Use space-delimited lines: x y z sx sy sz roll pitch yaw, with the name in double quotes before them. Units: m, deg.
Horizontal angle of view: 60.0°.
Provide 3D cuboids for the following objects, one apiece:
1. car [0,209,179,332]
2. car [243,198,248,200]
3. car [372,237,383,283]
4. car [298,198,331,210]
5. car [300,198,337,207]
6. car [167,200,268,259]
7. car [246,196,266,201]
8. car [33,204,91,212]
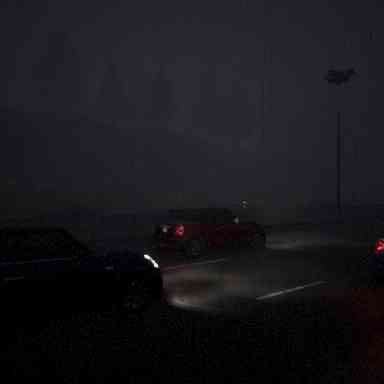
"car" -2.777 1.352 6.064 4.553 1.767 2.097 0 0 -36
"car" 2.412 1.566 31.455 5.357 1.411 2.033 0 0 -35
"car" 6.591 1.361 8.451 4.553 1.767 2.097 0 0 -35
"car" 16.757 1.563 45.418 4.674 1.442 1.812 0 0 -33
"car" 13.334 1.520 34.707 4.902 1.511 2.128 0 0 -34
"car" 0.784 1.359 12.905 4.553 1.767 2.097 0 0 -35
"car" 7.770 1.379 43.617 4.553 1.767 2.097 0 0 -34
"car" -10.257 1.606 26.767 4.718 1.301 1.895 0 0 -35
